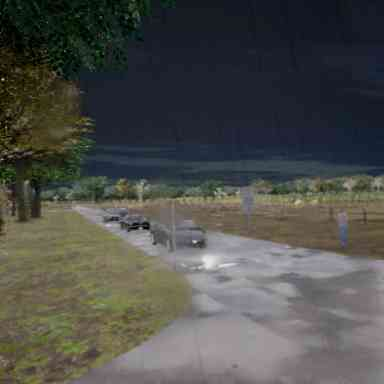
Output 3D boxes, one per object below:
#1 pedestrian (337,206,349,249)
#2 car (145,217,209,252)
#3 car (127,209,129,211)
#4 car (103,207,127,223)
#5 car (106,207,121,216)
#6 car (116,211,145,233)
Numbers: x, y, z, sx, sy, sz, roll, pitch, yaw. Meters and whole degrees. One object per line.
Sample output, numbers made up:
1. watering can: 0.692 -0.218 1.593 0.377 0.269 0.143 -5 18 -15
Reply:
1. pedestrian: 6.561 1.504 14.386 0.375 1.860 0.375 -3 0 -21
2. car: -0.758 2.024 16.796 1.837 1.490 4.892 -2 -1 -21
3. car: -10.457 3.180 50.229 1.895 1.301 4.718 -2 -1 -21
4. car: -9.369 2.881 39.229 1.994 1.385 4.181 -2 -1 -21
5. car: -14.110 3.470 59.714 1.994 1.385 4.181 -2 -1 -21
6. car: -4.580 2.477 26.740 1.895 1.301 4.718 -2 -1 -21
